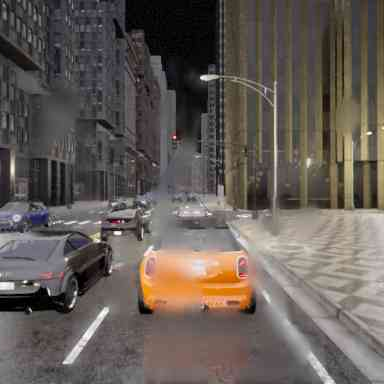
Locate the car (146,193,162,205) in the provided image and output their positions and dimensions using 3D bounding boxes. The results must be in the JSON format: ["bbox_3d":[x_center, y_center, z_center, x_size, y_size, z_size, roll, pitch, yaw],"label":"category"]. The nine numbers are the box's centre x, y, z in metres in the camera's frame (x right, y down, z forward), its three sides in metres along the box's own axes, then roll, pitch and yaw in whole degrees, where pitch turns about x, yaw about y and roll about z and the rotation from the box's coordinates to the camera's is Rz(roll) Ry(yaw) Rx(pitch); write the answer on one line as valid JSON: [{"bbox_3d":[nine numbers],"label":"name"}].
[{"bbox_3d":[-6.685,1.111,54.729,2.150,2.045,5.566,0,0,0],"label":"car"}]

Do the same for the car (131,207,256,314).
[{"bbox_3d":[0.093,1.349,7.744,2.097,1.767,4.553,0,0,0],"label":"car"}]

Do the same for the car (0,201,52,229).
[{"bbox_3d":[-9.876,1.336,19.126,2.097,1.767,4.553,0,0,0],"label":"car"}]

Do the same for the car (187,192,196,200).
[{"bbox_3d":[-0.119,0.972,84.267,2.097,1.767,4.553,0,0,0],"label":"car"}]

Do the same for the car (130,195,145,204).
[{"bbox_3d":[-9.905,1.374,60.920,1.837,1.490,4.892,0,0,0],"label":"car"}]

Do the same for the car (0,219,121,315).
[{"bbox_3d":[-3.167,1.561,7.645,1.994,1.385,4.181,0,0,0],"label":"car"}]

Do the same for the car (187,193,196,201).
[{"bbox_3d":[-0.105,1.337,74.293,1.812,1.442,4.674,0,0,0],"label":"car"}]

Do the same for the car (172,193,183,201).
[{"bbox_3d":[-3.355,1.168,74.258,2.097,1.767,4.553,0,0,0],"label":"car"}]

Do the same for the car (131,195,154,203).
[{"bbox_3d":[-6.662,1.474,44.143,2.033,1.411,5.357,0,0,0],"label":"car"}]

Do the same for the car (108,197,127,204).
[{"bbox_3d":[-9.918,1.417,44.445,2.128,1.511,4.902,0,0,-1],"label":"car"}]

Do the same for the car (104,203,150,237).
[{"bbox_3d":[-3.171,1.492,16.542,1.837,1.490,4.892,0,0,0],"label":"car"}]

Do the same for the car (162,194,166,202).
[{"bbox_3d":[-6.607,1.191,68.643,2.097,1.767,4.553,0,0,0],"label":"car"}]

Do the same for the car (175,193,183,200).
[{"bbox_3d":[-3.369,1.117,84.293,1.837,1.490,4.892,0,0,0],"label":"car"}]

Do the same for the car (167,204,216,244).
[{"bbox_3d":[0.009,1.479,16.750,2.128,1.511,4.902,0,0,0],"label":"car"}]
